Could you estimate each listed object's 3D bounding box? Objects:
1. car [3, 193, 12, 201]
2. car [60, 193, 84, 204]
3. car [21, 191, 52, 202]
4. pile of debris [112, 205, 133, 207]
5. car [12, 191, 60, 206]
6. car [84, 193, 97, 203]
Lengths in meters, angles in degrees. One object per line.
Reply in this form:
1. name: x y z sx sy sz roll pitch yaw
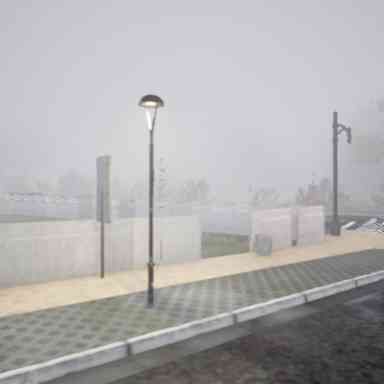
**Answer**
1. car: -25.916 0.679 49.269 4.674 1.442 1.812 1 1 28
2. car: -17.253 0.934 44.612 4.718 1.301 1.895 1 1 29
3. car: -24.396 0.650 52.142 4.892 1.490 1.837 1 1 28
4. pile of debris: -8.267 1.697 39.483 1.860 0.140 1.500 1 1 30
5. car: -17.473 0.764 37.145 4.553 1.767 2.097 1 1 30
6. car: -15.044 0.831 47.097 4.902 1.511 2.128 1 1 30
